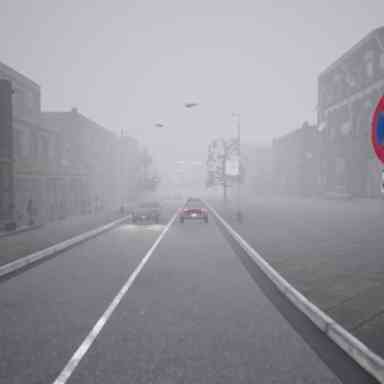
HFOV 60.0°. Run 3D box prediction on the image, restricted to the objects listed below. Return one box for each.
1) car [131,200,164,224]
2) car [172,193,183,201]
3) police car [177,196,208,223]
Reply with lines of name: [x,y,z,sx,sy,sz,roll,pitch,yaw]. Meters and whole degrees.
car: [-3.072,1.356,23.757,1.837,1.490,4.892,0,1,0]
car: [-2.698,0.963,65.598,1.837,1.490,4.892,0,1,1]
police car: [0.156,1.348,24.491,2.038,1.542,4.974,0,1,0]
